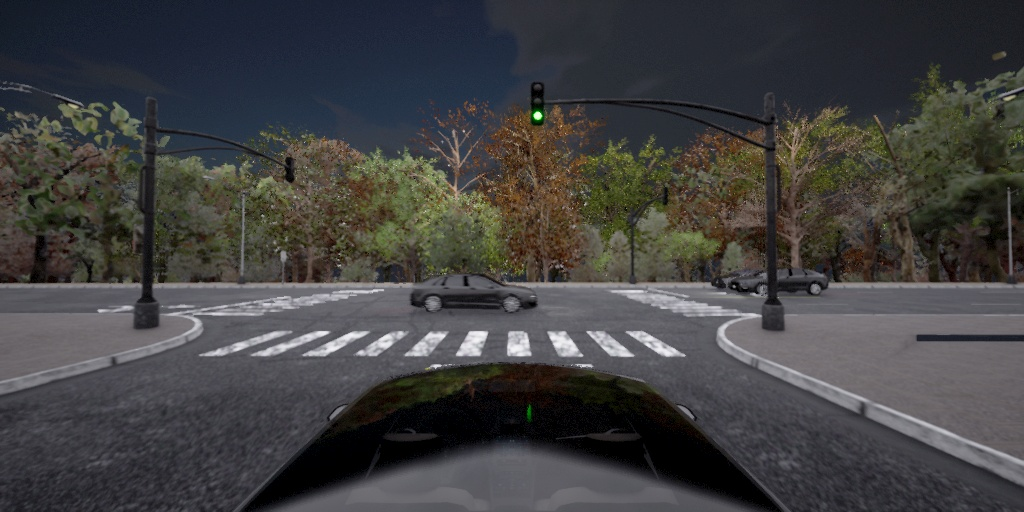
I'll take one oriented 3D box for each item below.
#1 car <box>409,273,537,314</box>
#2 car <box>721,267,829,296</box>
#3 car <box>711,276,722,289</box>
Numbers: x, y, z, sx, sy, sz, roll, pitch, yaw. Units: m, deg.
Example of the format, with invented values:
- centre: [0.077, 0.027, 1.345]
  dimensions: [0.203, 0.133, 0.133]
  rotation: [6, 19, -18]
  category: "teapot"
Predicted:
- centre: [-1.468, 1.420, 13.950]
  dimensions: [4.892, 1.490, 1.837]
  rotation: [0, -1, 1]
  category: "car"
- centre: [14.999, 1.417, 20.278]
  dimensions: [4.892, 1.490, 1.837]
  rotation: [-1, -1, 1]
  category: "car"
- centre: [15.457, 1.550, 23.513]
  dimensions: [4.181, 1.385, 1.994]
  rotation: [0, -1, 1]
  category: "car"
